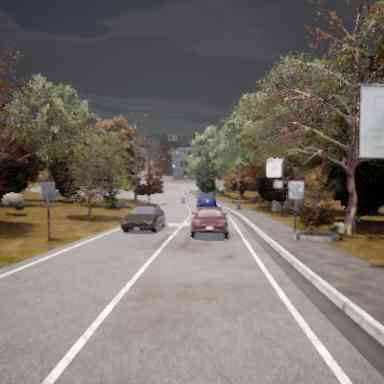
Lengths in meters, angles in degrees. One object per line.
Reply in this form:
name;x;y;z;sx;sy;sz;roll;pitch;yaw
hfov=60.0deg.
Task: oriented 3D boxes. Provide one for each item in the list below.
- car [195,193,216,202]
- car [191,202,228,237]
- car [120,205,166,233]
car;1.589;1.124;38.474;2.150;2.045;5.566;0;0;-1
car;0.936;1.493;17.629;1.812;1.442;4.674;0;0;3
car;-2.662;1.483;19.569;2.033;1.411;5.357;0;0;3
